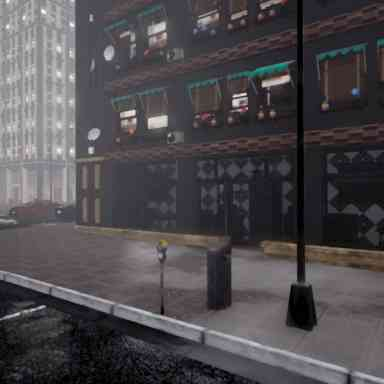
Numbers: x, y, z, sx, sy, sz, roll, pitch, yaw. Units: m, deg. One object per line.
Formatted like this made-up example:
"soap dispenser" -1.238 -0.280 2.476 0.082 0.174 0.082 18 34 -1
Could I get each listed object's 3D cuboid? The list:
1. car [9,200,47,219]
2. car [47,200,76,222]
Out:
"car" -11.956 1.301 26.043 1.994 1.385 4.181 0 1 35
"car" -7.195 1.277 22.729 1.947 1.339 4.313 1 1 35
